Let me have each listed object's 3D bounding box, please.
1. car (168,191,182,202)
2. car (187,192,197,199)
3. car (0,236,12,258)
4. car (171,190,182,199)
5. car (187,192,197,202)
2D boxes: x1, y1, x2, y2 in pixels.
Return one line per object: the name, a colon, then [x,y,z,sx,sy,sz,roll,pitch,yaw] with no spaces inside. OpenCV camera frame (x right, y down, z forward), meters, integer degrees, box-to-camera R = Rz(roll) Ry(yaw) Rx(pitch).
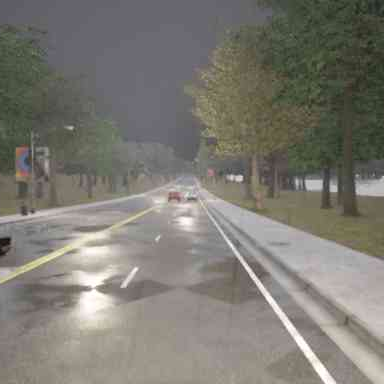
car: [-3.247,0.730,60.591,2.150,2.045,5.566,0,1,0]
car: [0.003,0.739,70.979,2.033,1.411,5.357,0,2,0]
car: [-6.562,1.586,8.159,1.895,1.301,4.718,0,0,0]
car: [-3.247,0.555,70.944,2.097,1.767,4.553,0,2,0]
car: [0.003,1.102,61.014,1.895,1.301,4.718,0,1,0]
